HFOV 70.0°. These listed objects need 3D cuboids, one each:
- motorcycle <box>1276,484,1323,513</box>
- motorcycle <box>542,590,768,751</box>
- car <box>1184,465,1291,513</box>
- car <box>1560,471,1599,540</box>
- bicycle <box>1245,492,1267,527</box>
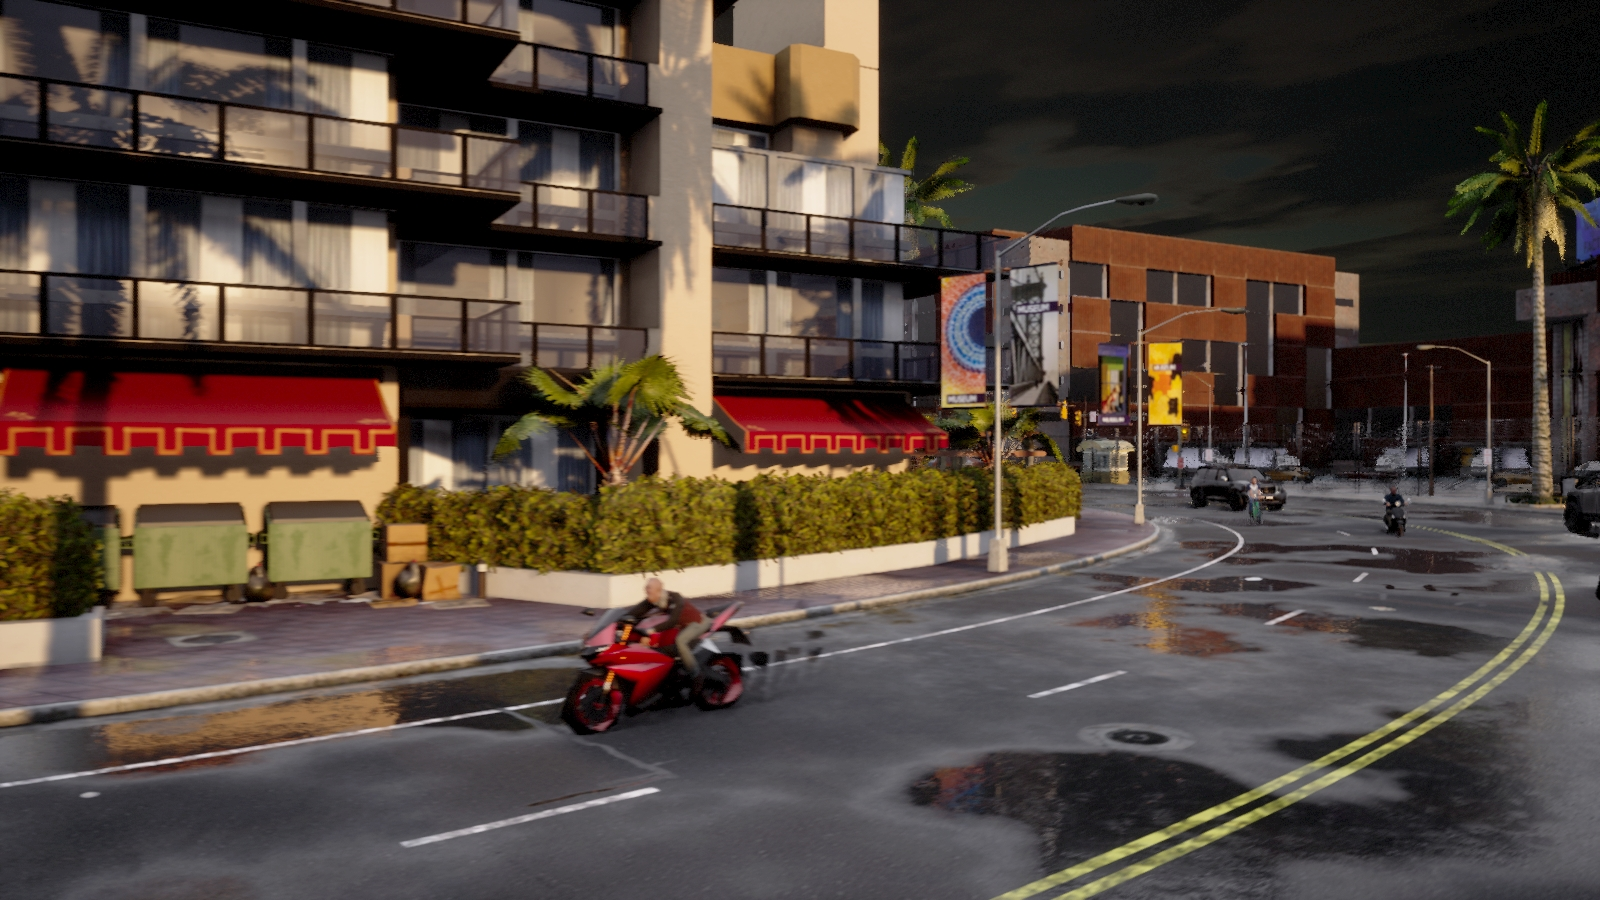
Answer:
[{"bbox_3d":[22.712,2.186,51.945,0.856,1.236,1.805,0,0,-29],"label":"motorcycle"},{"bbox_3d":[-1.460,2.207,11.814,2.209,1.251,0.867,0,0,-42],"label":"motorcycle"},{"bbox_3d":[20.469,1.783,53.746,2.150,2.045,5.566,0,0,-10],"label":"car"},{"bbox_3d":[26.184,1.755,35.646,2.390,2.098,6.274,0,0,16],"label":"car"},{"bbox_3d":[16.953,2.209,42.523,0.373,1.196,1.643,-1,0,8],"label":"bicycle"}]
